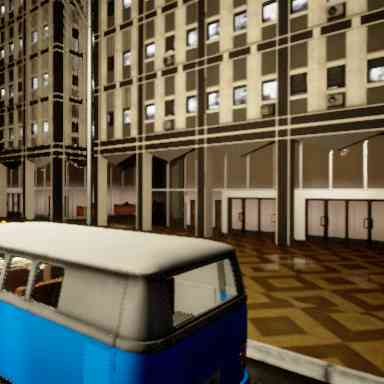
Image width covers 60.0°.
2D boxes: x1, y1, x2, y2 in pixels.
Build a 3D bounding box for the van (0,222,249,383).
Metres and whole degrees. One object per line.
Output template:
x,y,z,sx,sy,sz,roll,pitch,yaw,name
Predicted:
-1.339,1.320,3.835,3.998,1.788,1.690,0,0,36,van
